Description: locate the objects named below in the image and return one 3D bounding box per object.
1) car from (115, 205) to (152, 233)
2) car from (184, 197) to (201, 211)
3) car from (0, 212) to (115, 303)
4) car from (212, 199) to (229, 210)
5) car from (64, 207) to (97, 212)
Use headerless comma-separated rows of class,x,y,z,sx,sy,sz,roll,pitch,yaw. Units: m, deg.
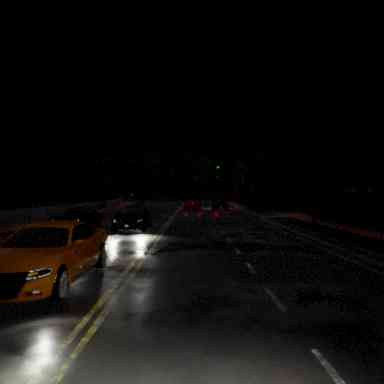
car,-3.506,1.555,20.177,1.812,1.442,4.674,0,0,0
car,0.095,1.412,42.784,2.097,1.767,4.553,0,0,0
car,-3.576,1.490,8.507,1.882,1.535,5.008,0,0,0
car,3.596,1.587,43.137,1.812,1.442,4.674,0,0,0
car,-7.003,1.630,20.476,1.895,1.301,4.718,0,0,0
